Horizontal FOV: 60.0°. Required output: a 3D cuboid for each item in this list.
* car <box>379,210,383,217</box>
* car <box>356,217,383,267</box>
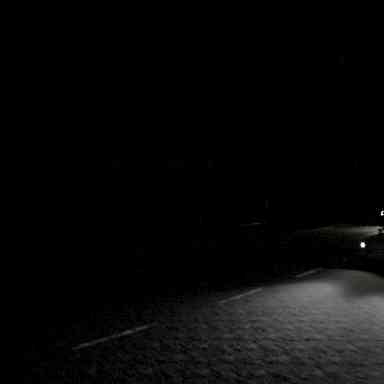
[{"bbox_3d":[14.175,1.325,22.031,4.553,1.767,2.097,0,0,-43],"label":"car"},{"bbox_3d":[6.967,1.588,10.495,4.718,1.301,1.895,0,0,-43],"label":"car"}]
